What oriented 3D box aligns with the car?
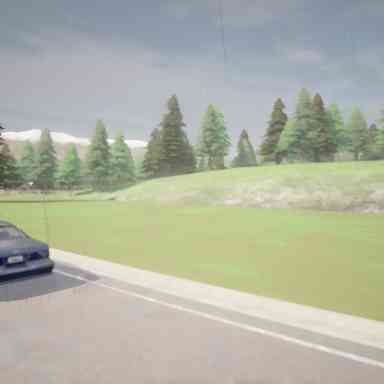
[{"bbox_3d":[-5.515,1.362,8.310,5.357,1.411,2.033,1,1,39],"label":"car"}]
